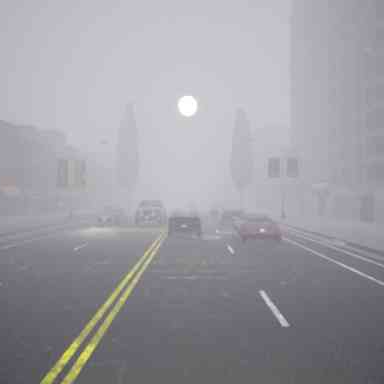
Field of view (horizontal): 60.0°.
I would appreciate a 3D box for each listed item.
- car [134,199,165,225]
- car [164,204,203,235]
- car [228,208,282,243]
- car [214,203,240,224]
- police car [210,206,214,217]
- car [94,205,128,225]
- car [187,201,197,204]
[{"bbox_3d":[-3.355,1.596,27.534,2.150,2.045,5.566,0,-1,0],"label":"car"},{"bbox_3d":[-0.342,1.728,20.411,1.882,1.535,5.008,0,-1,2],"label":"car"},{"bbox_3d":[3.247,1.768,17.344,1.994,1.385,4.181,0,-1,0],"label":"car"},{"bbox_3d":[3.245,1.868,28.348,1.882,1.535,5.008,0,-1,0],"label":"car"},{"bbox_3d":[3.243,2.133,39.350,2.038,1.542,4.974,0,-1,0],"label":"police car"},{"bbox_3d":[-6.604,1.866,27.533,2.128,1.511,4.902,0,-1,0],"label":"car"},{"bbox_3d":[0.071,2.752,60.679,2.033,1.411,5.357,0,-2,0],"label":"car"}]
